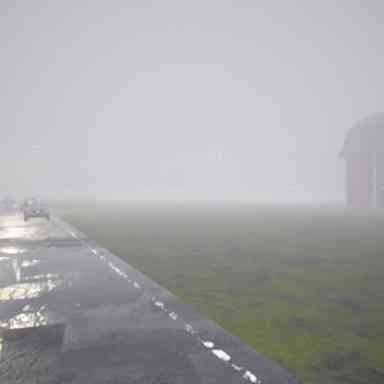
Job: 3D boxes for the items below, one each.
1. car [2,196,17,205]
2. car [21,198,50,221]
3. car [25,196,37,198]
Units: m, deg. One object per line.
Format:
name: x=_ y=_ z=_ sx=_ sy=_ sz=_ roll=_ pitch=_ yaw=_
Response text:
car: x=-31.470 y=1.406 z=57.304 sx=1.837 sy=1.490 sz=4.892 roll=0 pitch=0 yaw=-27
car: x=-12.556 y=1.500 z=26.867 sx=2.033 sy=1.411 sz=5.357 roll=0 pitch=0 yaw=-27
car: x=-19.605 y=1.280 z=40.447 sx=2.097 sy=1.767 sz=4.553 roll=0 pitch=0 yaw=-27
